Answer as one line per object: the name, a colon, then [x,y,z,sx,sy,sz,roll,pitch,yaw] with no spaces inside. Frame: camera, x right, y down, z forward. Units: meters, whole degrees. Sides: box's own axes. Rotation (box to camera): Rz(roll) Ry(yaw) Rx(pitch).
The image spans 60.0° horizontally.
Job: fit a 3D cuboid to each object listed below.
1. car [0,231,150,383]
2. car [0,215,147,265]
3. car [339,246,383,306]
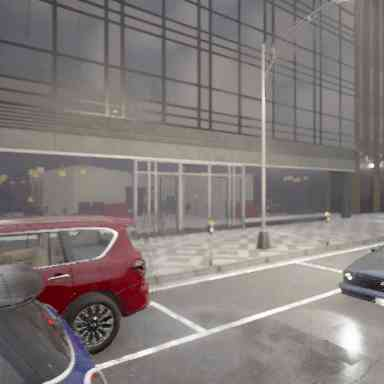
car: [-2.697,1.359,1.538,4.553,1.767,2.097,0,0,-34]
car: [-2.987,1.315,4.517,5.009,1.841,2.192,0,0,-36]
car: [5.470,1.504,7.287,5.357,1.411,2.033,0,0,-36]
